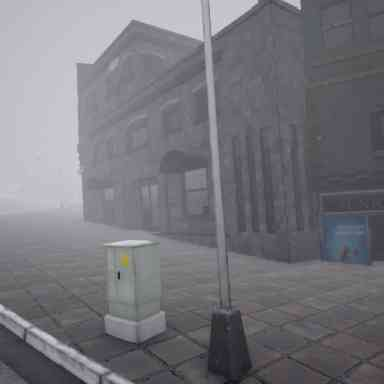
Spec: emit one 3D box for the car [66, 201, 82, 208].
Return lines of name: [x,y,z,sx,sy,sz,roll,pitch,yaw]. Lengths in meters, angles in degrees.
car: [-25.627,2.785,72.194,1.882,1.535,5.008,-4,-2,4]
